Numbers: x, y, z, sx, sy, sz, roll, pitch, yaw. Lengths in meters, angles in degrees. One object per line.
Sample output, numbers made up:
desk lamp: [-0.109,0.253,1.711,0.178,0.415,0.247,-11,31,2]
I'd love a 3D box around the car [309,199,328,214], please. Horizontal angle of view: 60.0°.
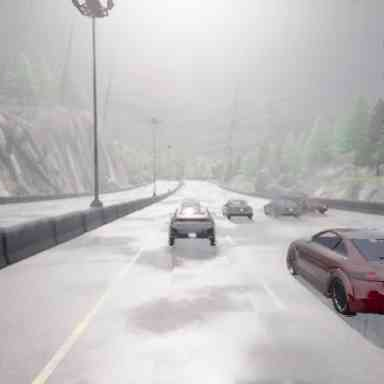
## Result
car: [10.389,1.288,30.000,1.895,1.301,4.718,0,1,0]

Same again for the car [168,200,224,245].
car: [-0.003,1.336,14.582,2.128,1.511,4.902,0,1,0]

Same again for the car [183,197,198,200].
car: [-0.124,1.188,31.897,1.812,1.442,4.674,0,1,0]

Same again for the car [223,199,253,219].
car: [3.420,1.278,25.559,2.033,1.411,5.357,0,1,0]

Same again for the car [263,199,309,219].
car: [6.919,1.277,25.803,2.033,1.411,5.357,0,1,0]

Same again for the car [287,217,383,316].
car: [3.548,1.486,7.341,1.994,1.385,4.181,0,1,0]
